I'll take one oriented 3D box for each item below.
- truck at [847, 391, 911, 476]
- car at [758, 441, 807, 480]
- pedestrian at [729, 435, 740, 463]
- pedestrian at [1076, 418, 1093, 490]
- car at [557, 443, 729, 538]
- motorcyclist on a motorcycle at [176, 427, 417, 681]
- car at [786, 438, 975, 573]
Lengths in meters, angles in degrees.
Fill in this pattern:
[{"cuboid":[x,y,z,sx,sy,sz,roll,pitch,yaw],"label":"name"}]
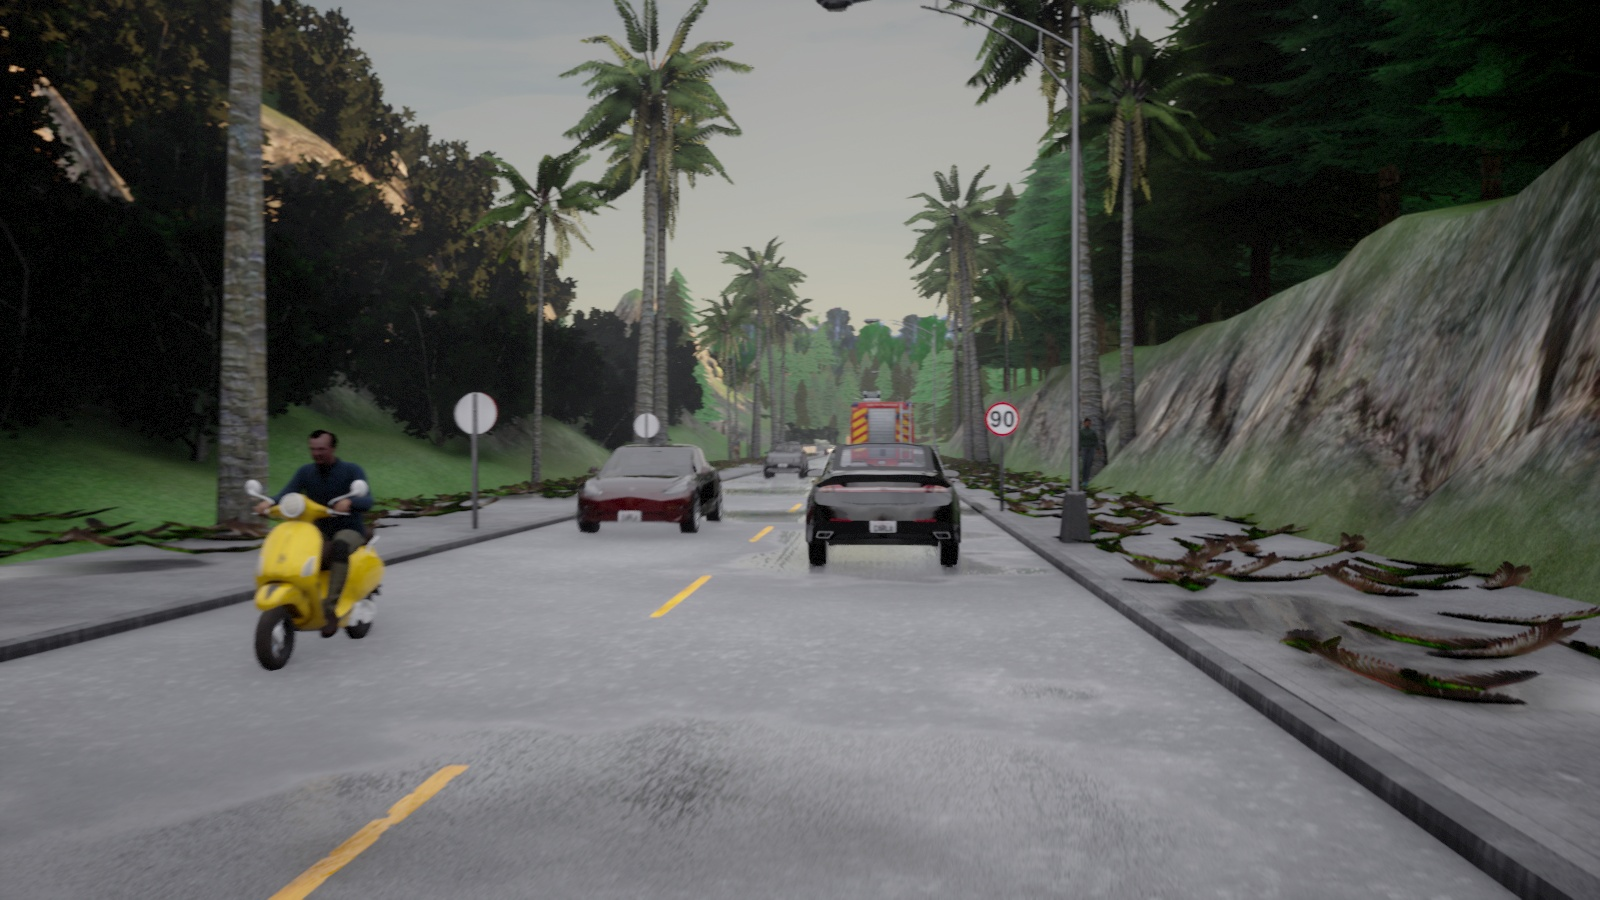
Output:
[{"cuboid":[3.807,-0.758,60.595,2.891,3.827,8.468,0,0,4],"label":"truck"},{"cuboid":[-0.706,0.422,52.536,1.789,1.549,3.705,0,1,4],"label":"car"},{"cuboid":[-4.244,-0.072,81.034,0.540,1.848,0.694,0,0,12],"label":"pedestrian"},{"cuboid":[7.374,0.092,32.566,0.353,1.847,0.614,0,0,5],"label":"pedestrian"},{"cuboid":[-2.605,0.616,22.117,2.163,1.488,4.792,0,0,4],"label":"car"},{"cuboid":[-3.437,0.645,8.777,0.866,1.590,1.817,0,0,4],"label":"motorcyclist on a motorcycle"},{"cuboid":[1.060,0.609,16.643,2.128,1.511,4.902,0,0,4],"label":"car"}]
